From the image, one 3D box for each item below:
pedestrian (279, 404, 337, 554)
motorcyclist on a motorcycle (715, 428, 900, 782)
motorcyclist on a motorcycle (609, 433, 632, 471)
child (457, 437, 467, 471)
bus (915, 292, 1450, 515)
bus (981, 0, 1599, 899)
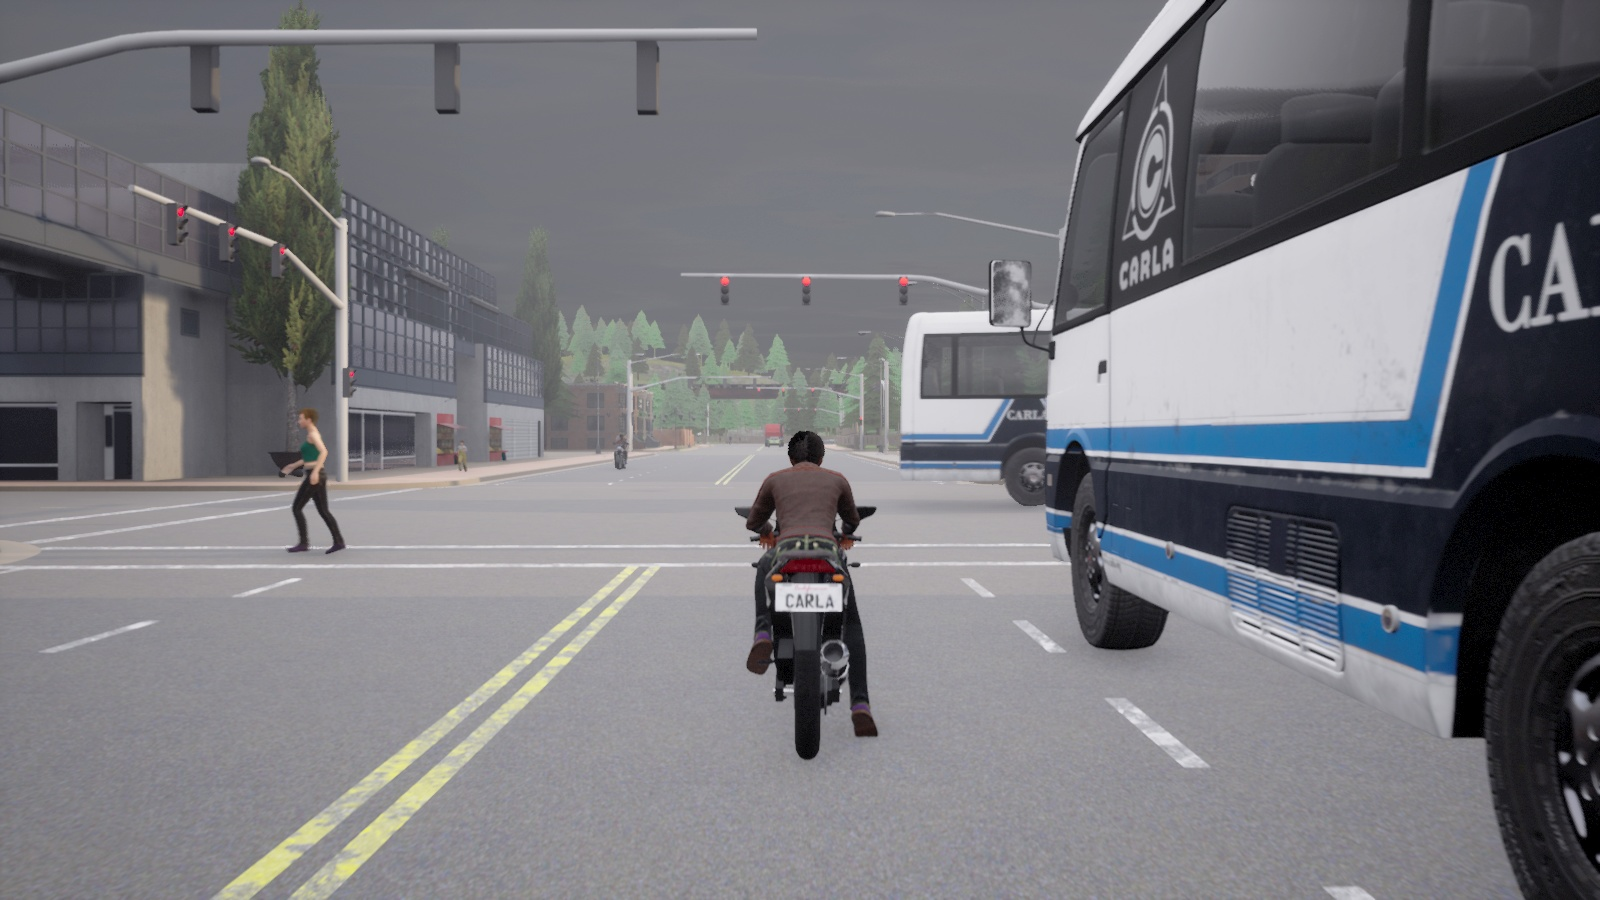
[{"bbox_3d":[-6.101,0.350,15.585,0.594,1.836,0.345,0,1,-9],"label":"pedestrian"},{"bbox_3d":[0.032,0.658,6.429,0.797,1.523,2.044,0,1,0],"label":"motorcyclist on a motorcycle"},{"bbox_3d":[-8.131,0.072,56.871,0.766,1.649,2.350,0,1,-1],"label":"motorcyclist on a motorcycle"},{"bbox_3d":[-12.735,0.161,47.324,0.270,1.263,0.437,0,1,-1],"label":"child"},{"bbox_3d":[7.873,-0.919,27.104,10.273,4.253,3.944,0,0,14],"label":"bus"},{"bbox_3d":[3.534,-0.691,5.748,3.944,4.253,10.273,0,1,0],"label":"bus"}]
